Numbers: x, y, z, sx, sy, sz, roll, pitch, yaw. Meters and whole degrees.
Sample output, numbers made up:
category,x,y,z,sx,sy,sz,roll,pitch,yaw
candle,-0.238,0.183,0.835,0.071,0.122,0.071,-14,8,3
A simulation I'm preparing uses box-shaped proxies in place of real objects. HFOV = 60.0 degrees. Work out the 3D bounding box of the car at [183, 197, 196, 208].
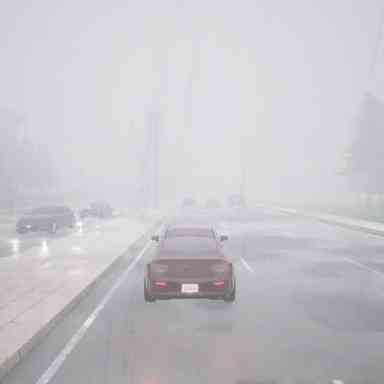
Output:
category,x,y,z,sx,sy,sz,roll,pitch,yaw
car,-0.442,1.505,49.194,1.837,1.490,4.892,0,0,-1

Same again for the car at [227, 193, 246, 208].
category,x,y,z,sx,sy,sz,roll,pitch,yaw
car,6.558,1.221,49.221,2.150,2.045,5.566,0,0,-1

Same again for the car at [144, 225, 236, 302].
category,x,y,z,sx,sy,sz,roll,pitch,yaw
car,-0.057,1.526,8.148,1.812,1.442,4.674,0,0,-1

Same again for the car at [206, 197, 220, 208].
category,x,y,z,sx,sy,sz,roll,pitch,yaw
car,3.058,1.526,49.235,1.812,1.442,4.674,0,0,-1

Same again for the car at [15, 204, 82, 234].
category,x,y,z,sx,sy,sz,roll,pitch,yaw
car,-8.246,1.505,19.180,1.837,1.490,4.892,0,0,0

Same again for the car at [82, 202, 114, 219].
category,x,y,z,sx,sy,sz,roll,pitch,yaw
car,-8.284,1.601,29.124,1.895,1.301,4.718,0,0,0
